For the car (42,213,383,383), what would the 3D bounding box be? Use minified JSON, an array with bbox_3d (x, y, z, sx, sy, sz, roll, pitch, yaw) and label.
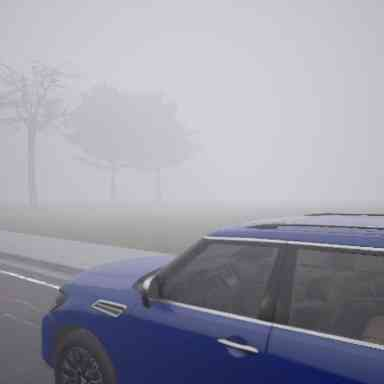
[{"bbox_3d":[0.990,1.223,2.986,5.566,2.045,2.150,0,0,35],"label":"car"}]
